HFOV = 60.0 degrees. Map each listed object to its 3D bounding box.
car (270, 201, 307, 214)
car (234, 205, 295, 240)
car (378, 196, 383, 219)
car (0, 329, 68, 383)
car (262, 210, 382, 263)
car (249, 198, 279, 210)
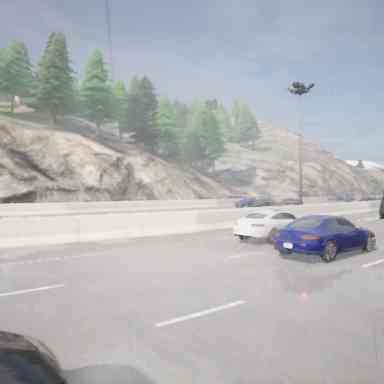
[{"bbox_3d":[10.592,1.658,36.440,1.895,1.301,4.718,0,0,44],"label":"car"},{"bbox_3d":[3.979,1.552,15.869,4.674,1.442,1.812,0,0,-39],"label":"car"},{"bbox_3d":[17.951,1.256,28.690,2.150,2.045,5.566,0,0,45],"label":"car"},{"bbox_3d":[-3.141,1.512,1.614,4.892,1.490,1.837,0,0,-35],"label":"car"},{"bbox_3d":[4.864,1.544,12.081,4.674,1.442,1.812,0,0,-39],"label":"car"},{"bbox_3d":[10.098,1.579,46.130,1.837,1.490,4.892,0,0,42],"label":"car"}]
